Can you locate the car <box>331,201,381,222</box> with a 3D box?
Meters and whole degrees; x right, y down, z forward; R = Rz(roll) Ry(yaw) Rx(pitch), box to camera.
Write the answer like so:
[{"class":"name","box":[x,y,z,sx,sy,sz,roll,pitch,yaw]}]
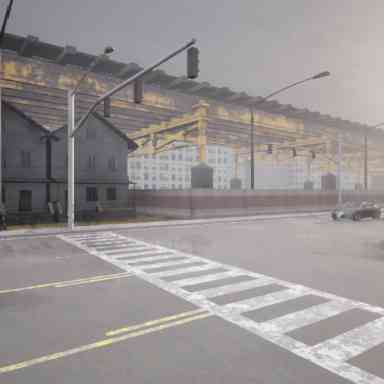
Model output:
[{"class":"car","box":[12.877,1.491,26.049,4.902,1.511,2.128,0,0,-35]}]
